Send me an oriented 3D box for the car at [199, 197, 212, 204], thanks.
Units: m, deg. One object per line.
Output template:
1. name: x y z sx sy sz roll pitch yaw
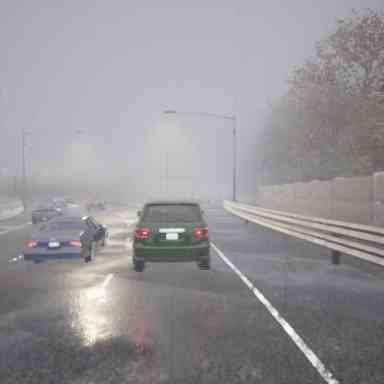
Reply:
1. car: 2.630 1.616 63.871 1.895 1.301 4.718 0 0 10

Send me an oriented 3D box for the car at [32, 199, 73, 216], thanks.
1. car: -9.966 1.520 23.622 2.128 1.511 4.902 0 0 -13

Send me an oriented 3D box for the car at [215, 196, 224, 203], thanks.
1. car: 7.224 2.037 88.940 2.150 2.045 5.566 0 -3 11

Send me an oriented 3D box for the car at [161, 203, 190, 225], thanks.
1. car: -1.167 1.568 24.833 1.994 1.385 4.181 0 0 -1

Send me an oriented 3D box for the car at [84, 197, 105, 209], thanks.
1. car: -12.289 1.388 41.783 2.097 1.767 4.553 0 0 -22

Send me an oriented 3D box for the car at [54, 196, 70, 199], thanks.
1. car: -19.818 1.583 49.491 1.812 1.442 4.674 0 0 -28

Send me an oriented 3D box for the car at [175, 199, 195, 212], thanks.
1. car: -0.771 1.568 40.015 1.994 1.385 4.181 0 0 4

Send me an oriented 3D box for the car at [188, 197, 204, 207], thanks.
1. car: 0.676 1.565 53.004 1.994 1.385 4.181 0 0 9

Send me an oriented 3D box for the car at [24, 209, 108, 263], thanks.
1. car: -4.290 1.560 12.072 2.033 1.411 5.357 0 0 -7

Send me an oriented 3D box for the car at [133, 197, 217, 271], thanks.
1. car: -0.685 1.225 11.178 2.150 2.045 5.566 0 0 -4

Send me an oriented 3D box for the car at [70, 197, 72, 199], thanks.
1. car: -23.630 1.573 62.289 1.837 1.490 4.892 0 0 -35
